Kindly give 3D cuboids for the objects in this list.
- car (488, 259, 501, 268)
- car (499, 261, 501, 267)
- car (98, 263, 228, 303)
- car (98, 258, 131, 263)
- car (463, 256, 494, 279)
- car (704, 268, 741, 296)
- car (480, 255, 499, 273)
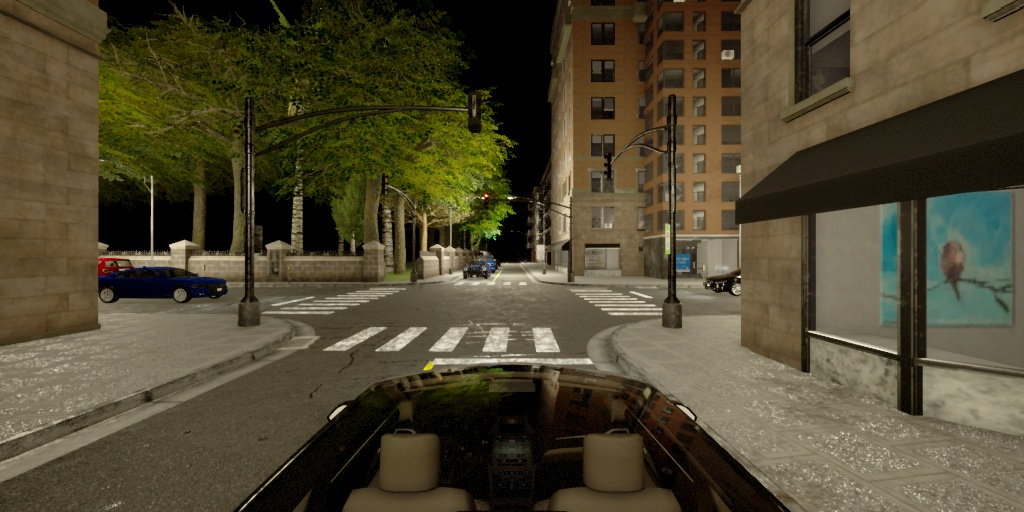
[{"bbox_3d":[-2.972,1.238,62.012,1.994,1.385,4.181,0,0,0],"label":"car"},{"bbox_3d":[-3.018,1.171,51.989,1.882,1.535,5.008,0,0,0],"label":"car"},{"bbox_3d":[-15.471,1.212,15.897,5.008,1.535,1.882,0,0,0],"label":"car"},{"bbox_3d":[-25.922,1.035,21.815,5.009,1.841,2.192,0,0,1],"label":"car"},{"bbox_3d":[-3.088,1.083,32.199,2.097,1.767,4.553,0,0,1],"label":"car"},{"bbox_3d":[12.690,1.271,18.716,4.892,1.490,1.837,0,0,1],"label":"car"},{"bbox_3d":[-3.045,0.935,41.962,2.150,2.045,5.566,0,0,0],"label":"car"}]
